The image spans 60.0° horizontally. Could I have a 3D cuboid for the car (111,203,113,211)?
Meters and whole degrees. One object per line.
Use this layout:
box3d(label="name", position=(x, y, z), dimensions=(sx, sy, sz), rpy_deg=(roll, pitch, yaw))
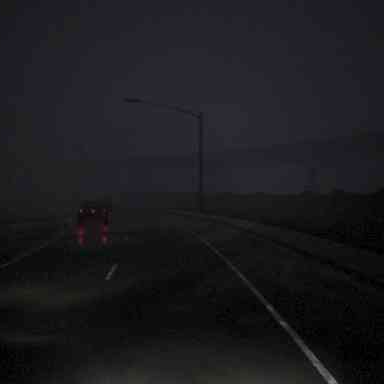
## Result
box3d(label="car", position=(-10.992, 1.524, 39.634), dimensions=(2.128, 1.511, 4.902), rpy_deg=(-1, 0, -33))

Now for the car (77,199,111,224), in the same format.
box3d(label="car", position=(-7.589, 1.382, 25.266), dimensions=(2.097, 1.767, 4.553), rpy_deg=(-1, 0, -19))
